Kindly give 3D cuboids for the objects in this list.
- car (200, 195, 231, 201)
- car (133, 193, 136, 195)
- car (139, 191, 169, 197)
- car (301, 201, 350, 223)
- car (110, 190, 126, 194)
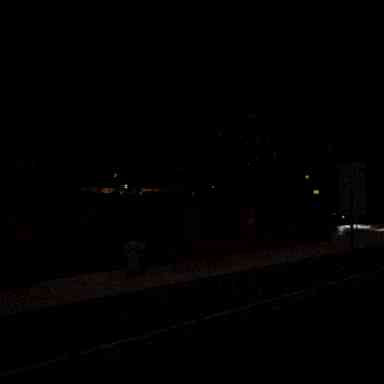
[{"bbox_3d":[2.318,1.058,30.785,1.837,1.490,4.892,-2,2,-35],"label":"car"},{"bbox_3d":[-7.413,0.560,49.985,2.128,1.511,4.902,-2,2,-35],"label":"car"},{"bbox_3d":[-4.342,0.672,40.444,2.097,1.767,4.553,-2,2,-34],"label":"car"},{"bbox_3d":[8.222,1.328,22.259,1.994,1.385,4.181,-2,2,-36],"label":"car"},{"bbox_3d":[-13.088,0.389,58.108,1.837,1.490,4.892,-2,2,-35],"label":"car"}]
